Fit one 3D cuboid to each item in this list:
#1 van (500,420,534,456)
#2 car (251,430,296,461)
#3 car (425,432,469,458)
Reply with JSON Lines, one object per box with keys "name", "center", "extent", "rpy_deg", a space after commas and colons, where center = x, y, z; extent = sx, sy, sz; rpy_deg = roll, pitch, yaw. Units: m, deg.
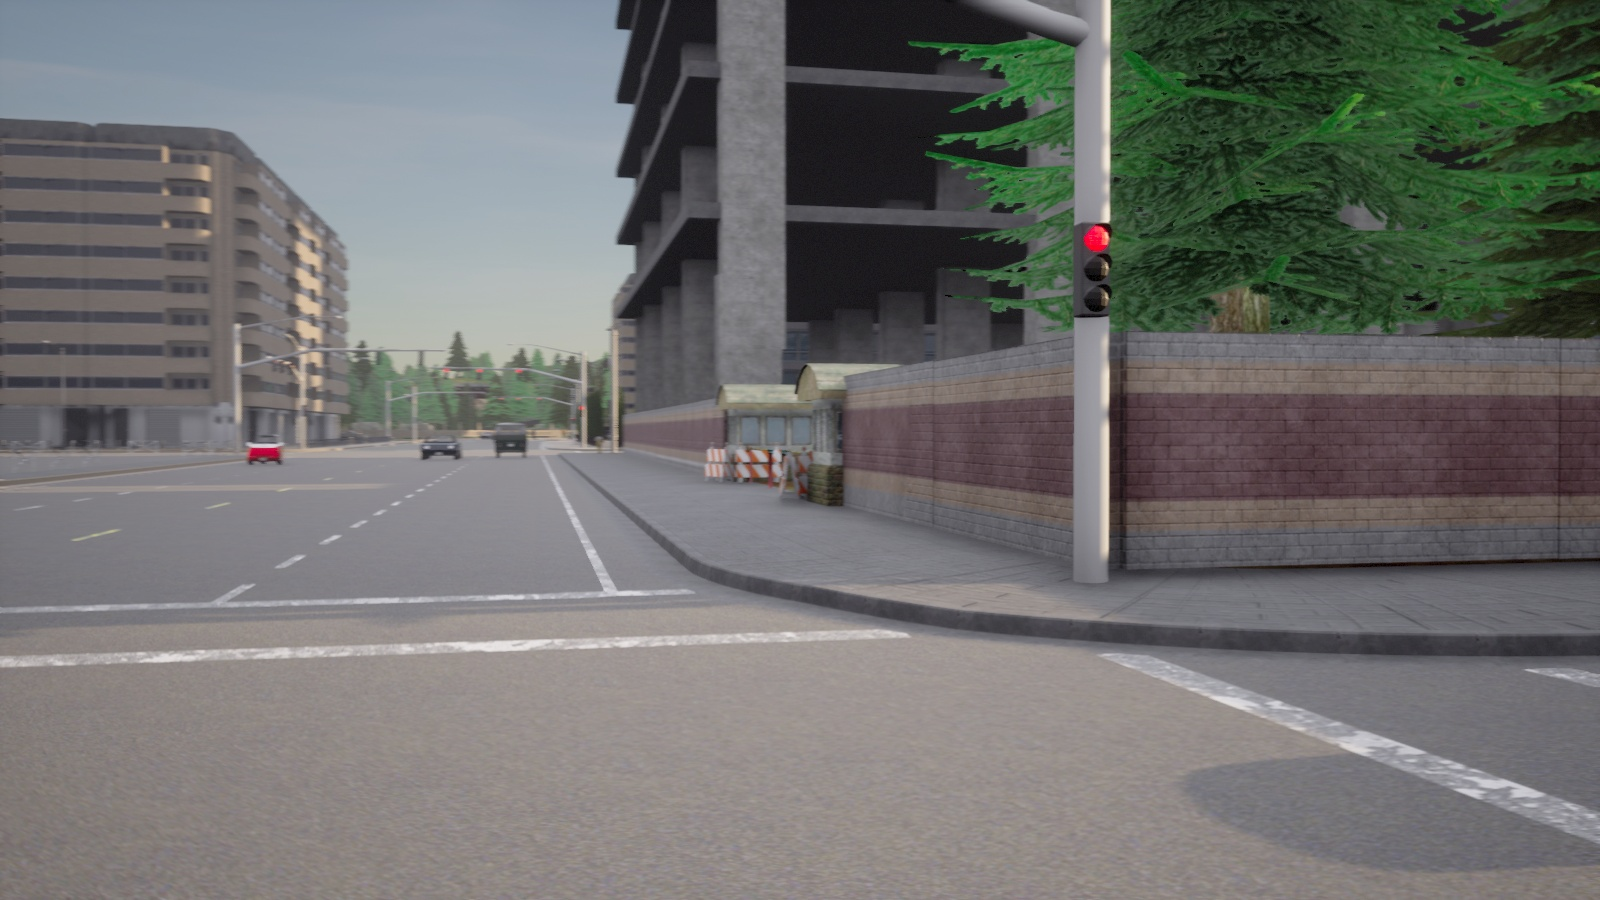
{"name": "van", "center": [-15.973, -0.685, 70.952], "extent": [1.775, 1.987, 4.442], "rpy_deg": [0, 1, -12]}
{"name": "car", "center": [-23.670, -0.208, 56.503], "extent": [1.481, 1.376, 2.207], "rpy_deg": [0, 1, -12]}
{"name": "car", "center": [-18.557, -0.280, 66.214], "extent": [1.895, 1.301, 4.718], "rpy_deg": [0, 1, -12]}
